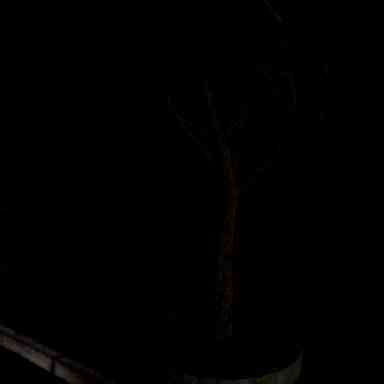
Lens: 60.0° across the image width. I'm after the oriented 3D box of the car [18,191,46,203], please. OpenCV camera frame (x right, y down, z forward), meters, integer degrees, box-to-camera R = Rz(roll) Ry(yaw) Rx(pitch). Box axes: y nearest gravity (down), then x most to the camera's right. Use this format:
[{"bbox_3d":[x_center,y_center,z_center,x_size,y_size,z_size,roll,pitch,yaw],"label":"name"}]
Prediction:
[{"bbox_3d":[-20.051,0.922,40.744,2.150,2.045,5.566,1,0,32],"label":"car"}]
